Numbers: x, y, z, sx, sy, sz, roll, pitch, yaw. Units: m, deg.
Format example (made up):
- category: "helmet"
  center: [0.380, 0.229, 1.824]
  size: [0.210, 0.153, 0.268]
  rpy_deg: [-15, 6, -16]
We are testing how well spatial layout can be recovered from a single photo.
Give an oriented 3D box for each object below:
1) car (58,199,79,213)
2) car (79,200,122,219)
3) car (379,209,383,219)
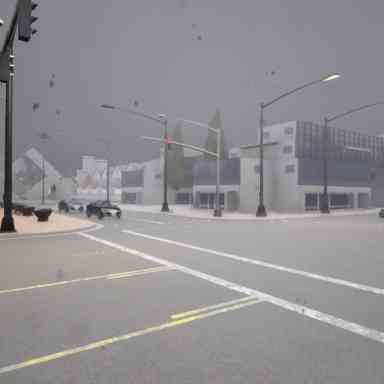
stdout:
- category: "car"
  center: [-13.653, 1.498, 37.381]
  size: [2.128, 1.511, 4.902]
  rpy_deg: [1, 0, -35]
- category: "car"
  center: [-7.743, 1.501, 28.912]
  size: [2.128, 1.511, 4.902]
  rpy_deg: [1, 0, -35]
- category: "car"
  center: [19.026, 1.710, 30.530]
  size: [4.674, 1.442, 1.812]
  rpy_deg: [1, 0, -36]
